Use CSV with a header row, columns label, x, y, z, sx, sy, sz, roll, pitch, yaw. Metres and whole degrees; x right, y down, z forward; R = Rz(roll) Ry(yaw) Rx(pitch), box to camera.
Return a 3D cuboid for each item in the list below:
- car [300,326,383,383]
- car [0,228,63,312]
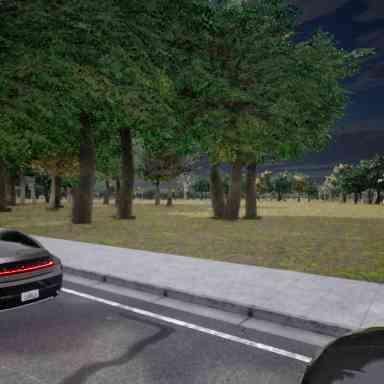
label,x,y,z,sx,sy,sz,roll,pitch,yaw
car,2.996,1.491,1.546,4.902,1.511,2.128,0,0,36
car,-4.727,1.513,7.069,4.892,1.490,1.837,0,0,35
